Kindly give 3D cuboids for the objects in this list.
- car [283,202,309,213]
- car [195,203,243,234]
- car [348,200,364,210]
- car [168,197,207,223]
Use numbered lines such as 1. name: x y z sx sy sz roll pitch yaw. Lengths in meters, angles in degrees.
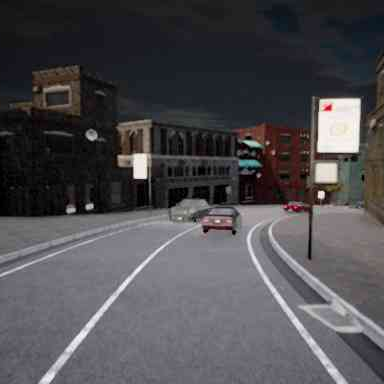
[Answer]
1. car: 12.956 1.863 40.391 1.895 1.301 4.718 4 1 41
2. car: 1.892 1.552 19.481 2.033 1.411 5.357 1 0 13
3. car: 28.468 2.189 55.999 4.892 1.490 1.837 2 3 -24
4. car: -0.073 1.286 25.296 2.097 1.767 4.553 2 1 20
